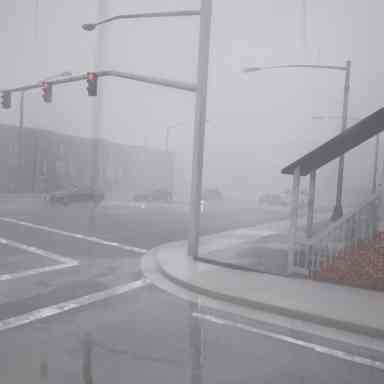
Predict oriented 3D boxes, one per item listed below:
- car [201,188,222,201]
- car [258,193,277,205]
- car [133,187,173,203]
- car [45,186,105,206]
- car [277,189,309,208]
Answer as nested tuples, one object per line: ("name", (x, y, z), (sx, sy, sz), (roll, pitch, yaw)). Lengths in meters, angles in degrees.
("car", (2.023, 0.258, 42.270), (1.837, 1.490, 4.892), (5, 3, 36))
("car", (9.719, 0.794, 40.710), (1.994, 1.385, 4.181), (5, 3, 36))
("car", (-3.912, 0.254, 34.054), (1.837, 1.490, 4.892), (5, 3, 36))
("car", (-9.253, 0.239, 26.638), (2.128, 1.511, 4.902), (5, 3, 36))
("car", (12.111, 0.685, 38.012), (2.150, 2.045, 5.566), (5, 3, 36))
